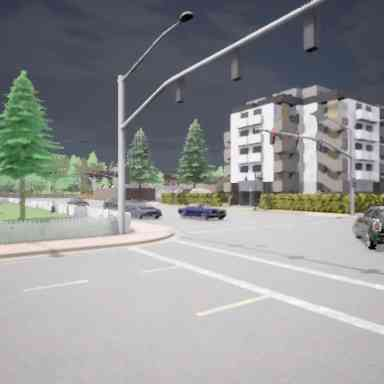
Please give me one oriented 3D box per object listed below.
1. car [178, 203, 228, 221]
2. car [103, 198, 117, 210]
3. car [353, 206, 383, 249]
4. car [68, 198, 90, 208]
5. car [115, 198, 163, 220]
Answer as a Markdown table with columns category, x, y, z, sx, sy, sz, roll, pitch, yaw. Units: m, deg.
| category | x | y | z | sx | sy | sz | roll | pitch | yaw |
| --- | --- | --- | --- | --- | --- | --- | --- | --- | --- |
| car | 0.806 | 1.615 | 27.378 | 1.895 | 1.301 | 4.718 | 0 | 0 | -34 |
| car | -10.126 | 1.522 | 43.623 | 1.837 | 1.490 | 4.892 | 0 | -1 | -34 |
| car | 8.411 | 1.366 | 14.343 | 2.097 | 1.767 | 4.553 | 0 | 0 | 18 |
| car | -15.473 | 1.559 | 45.349 | 2.033 | 1.411 | 5.357 | 0 | 0 | -34 |
| car | -4.540 | 1.559 | 29.037 | 2.033 | 1.411 | 5.357 | 0 | 0 | -34 |
